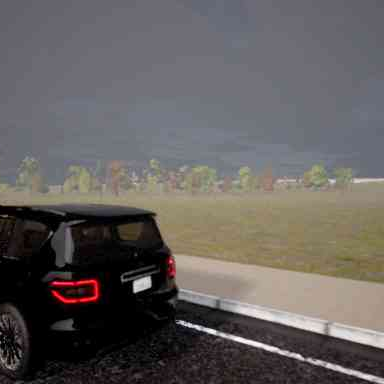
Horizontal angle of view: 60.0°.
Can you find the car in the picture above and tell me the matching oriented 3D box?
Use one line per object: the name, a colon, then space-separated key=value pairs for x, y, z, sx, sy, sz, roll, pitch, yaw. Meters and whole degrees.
car: x=-2.799 y=1.204 z=5.680 sx=5.566 sy=2.045 sz=2.150 roll=1 pitch=1 yaw=35
